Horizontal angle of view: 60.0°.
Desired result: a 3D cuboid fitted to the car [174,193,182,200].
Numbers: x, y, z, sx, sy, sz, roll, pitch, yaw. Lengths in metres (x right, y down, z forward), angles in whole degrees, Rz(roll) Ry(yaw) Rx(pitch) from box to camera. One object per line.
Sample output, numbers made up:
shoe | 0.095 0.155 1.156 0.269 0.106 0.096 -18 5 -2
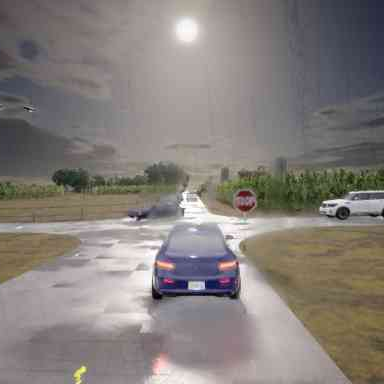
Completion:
car | -2.863 1.288 46.689 1.882 1.535 5.008 0 0 0

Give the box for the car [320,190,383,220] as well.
car | 12.447 0.933 24.651 5.566 2.045 2.150 -1 0 0

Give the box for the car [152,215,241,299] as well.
car | 0.089 1.525 8.308 1.812 1.442 4.674 0 0 0

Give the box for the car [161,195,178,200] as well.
car | -2.807 1.386 37.147 1.837 1.490 4.892 0 0 -2

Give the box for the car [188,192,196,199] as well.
car | -0.034 0.818 79.429 1.812 1.442 4.674 0 1 0

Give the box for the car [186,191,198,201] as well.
car | -0.030 0.814 69.038 2.150 2.045 5.566 0 1 0

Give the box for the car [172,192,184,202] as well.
car | -2.808 0.973 66.459 2.097 1.767 4.553 0 1 0

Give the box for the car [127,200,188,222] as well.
car | -2.718 1.584 26.520 1.895 1.301 4.718 0 1 43
